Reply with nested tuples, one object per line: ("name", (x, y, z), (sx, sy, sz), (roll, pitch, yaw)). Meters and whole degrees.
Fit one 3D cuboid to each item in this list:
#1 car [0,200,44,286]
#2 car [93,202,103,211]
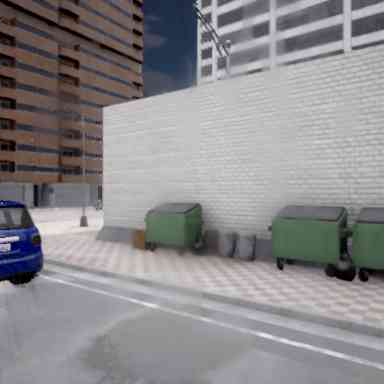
("car", (-5.932, 1.222, 8.193), (5.566, 2.045, 2.150), (0, 0, 36))
("car", (-9.839, 1.566, 40.701), (1.837, 1.490, 4.892), (0, 0, 36))
